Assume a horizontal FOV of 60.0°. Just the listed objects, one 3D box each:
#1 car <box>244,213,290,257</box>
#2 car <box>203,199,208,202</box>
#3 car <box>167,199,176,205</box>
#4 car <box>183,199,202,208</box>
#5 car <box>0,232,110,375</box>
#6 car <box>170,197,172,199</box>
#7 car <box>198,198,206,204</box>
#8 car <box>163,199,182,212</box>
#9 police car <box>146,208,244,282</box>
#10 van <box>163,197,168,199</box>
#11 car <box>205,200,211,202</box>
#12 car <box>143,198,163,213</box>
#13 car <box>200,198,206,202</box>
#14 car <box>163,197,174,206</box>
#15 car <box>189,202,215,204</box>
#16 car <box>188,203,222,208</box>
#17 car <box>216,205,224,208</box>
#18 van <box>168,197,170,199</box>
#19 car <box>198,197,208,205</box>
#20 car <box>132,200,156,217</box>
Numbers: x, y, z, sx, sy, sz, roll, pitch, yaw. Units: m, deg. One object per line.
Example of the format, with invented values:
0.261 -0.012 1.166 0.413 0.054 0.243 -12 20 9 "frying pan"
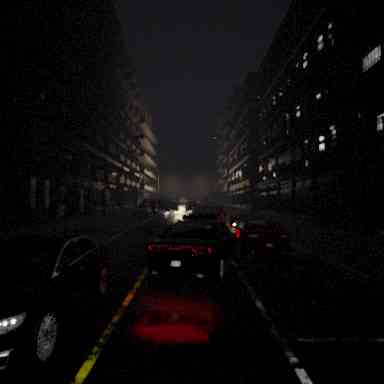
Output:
2.596 1.668 13.348 1.887 1.381 4.507 1 -1 0 "car"
2.619 1.956 41.001 2.008 1.369 4.403 1 -1 0 "car"
-5.224 2.501 85.311 1.947 1.339 4.313 1 -1 0 "car"
0.050 2.070 46.903 1.895 1.301 4.718 0 -1 0 "car"
-2.844 1.546 5.962 2.128 1.511 4.902 0 -1 0 "car"
-5.232 2.040 68.723 2.192 1.841 5.009 1 -1 0 "car"
2.629 2.448 90.777 1.967 1.590 4.097 1 -1 0 "car"
-2.809 2.011 46.455 2.033 1.411 5.357 0 -1 0 "car"
0.284 1.520 10.400 1.930 1.638 5.238 0 -1 15 "police car"
-5.246 1.868 52.131 1.690 1.788 3.998 2 -1 0 "van"
2.614 1.891 35.469 1.887 1.381 4.507 1 -1 0 "car"
-5.255 1.721 41.073 2.192 1.841 5.009 2 -1 0 "car"
2.633 2.136 57.592 1.887 1.381 4.507 1 -1 0 "car"
-5.227 2.109 74.252 2.192 1.841 5.009 1 -1 0 "car"
0.847 1.773 26.020 1.812 1.442 4.674 0 -1 0 "car"
0.842 1.665 20.018 1.882 1.535 5.008 0 -1 0 "car"
2.601 1.703 19.050 1.752 1.417 4.829 1 -1 0 "car"
-5.242 1.933 57.663 1.690 1.788 3.998 1 -1 0 "van"
2.623 2.177 79.717 2.192 1.841 5.009 1 -1 0 "car"
-5.265 1.871 35.370 1.752 1.417 4.829 2 -1 0 "car"
